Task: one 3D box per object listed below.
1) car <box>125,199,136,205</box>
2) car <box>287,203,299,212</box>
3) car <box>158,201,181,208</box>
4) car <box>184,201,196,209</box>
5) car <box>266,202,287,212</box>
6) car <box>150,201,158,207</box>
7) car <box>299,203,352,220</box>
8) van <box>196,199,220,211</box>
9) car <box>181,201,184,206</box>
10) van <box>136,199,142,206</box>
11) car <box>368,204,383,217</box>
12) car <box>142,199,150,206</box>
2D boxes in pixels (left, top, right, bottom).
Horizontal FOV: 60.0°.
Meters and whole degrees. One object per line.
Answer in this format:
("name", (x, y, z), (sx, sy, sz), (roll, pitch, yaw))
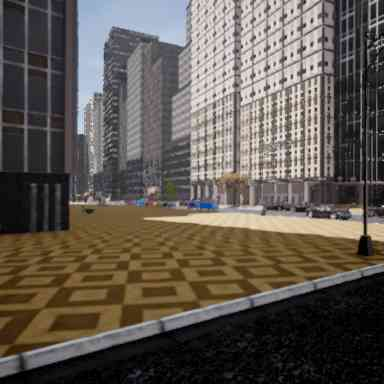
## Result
("car", (-16.402, 2.973, 91.039), (1.887, 1.381, 4.507), (-1, -1, -25))
("car", (15.022, 2.040, 43.647), (1.947, 1.339, 4.313), (-1, -1, -25))
("car", (-4.486, 2.472, 65.568), (2.008, 1.369, 4.403), (-1, -1, -25))
("car", (0.826, 2.341, 60.579), (1.812, 1.442, 4.674), (0, -1, -25))
("car", (12.639, 2.136, 48.741), (1.947, 1.339, 4.313), (-1, -1, -25))
("car", (-6.798, 2.543, 70.509), (1.752, 1.417, 4.829), (-1, -1, -25))
("car", (12.198, 1.796, 29.907), (2.008, 1.369, 4.403), (-1, -1, -25))
("van", (2.661, 1.967, 50.288), (1.690, 1.788, 3.998), (-1, -1, -25))
("car", (-1.661, 2.745, 79.307), (1.802, 1.307, 4.206), (-1, -1, -25))
("van", (-11.639, 2.565, 80.853), (1.690, 1.788, 3.998), (-1, -1, -25))
("car", (19.788, 1.836, 33.458), (2.008, 1.369, 4.403), (-1, -1, -25))
("car", (-9.253, 2.667, 75.757), (1.887, 1.381, 4.507), (-1, -1, -25))
